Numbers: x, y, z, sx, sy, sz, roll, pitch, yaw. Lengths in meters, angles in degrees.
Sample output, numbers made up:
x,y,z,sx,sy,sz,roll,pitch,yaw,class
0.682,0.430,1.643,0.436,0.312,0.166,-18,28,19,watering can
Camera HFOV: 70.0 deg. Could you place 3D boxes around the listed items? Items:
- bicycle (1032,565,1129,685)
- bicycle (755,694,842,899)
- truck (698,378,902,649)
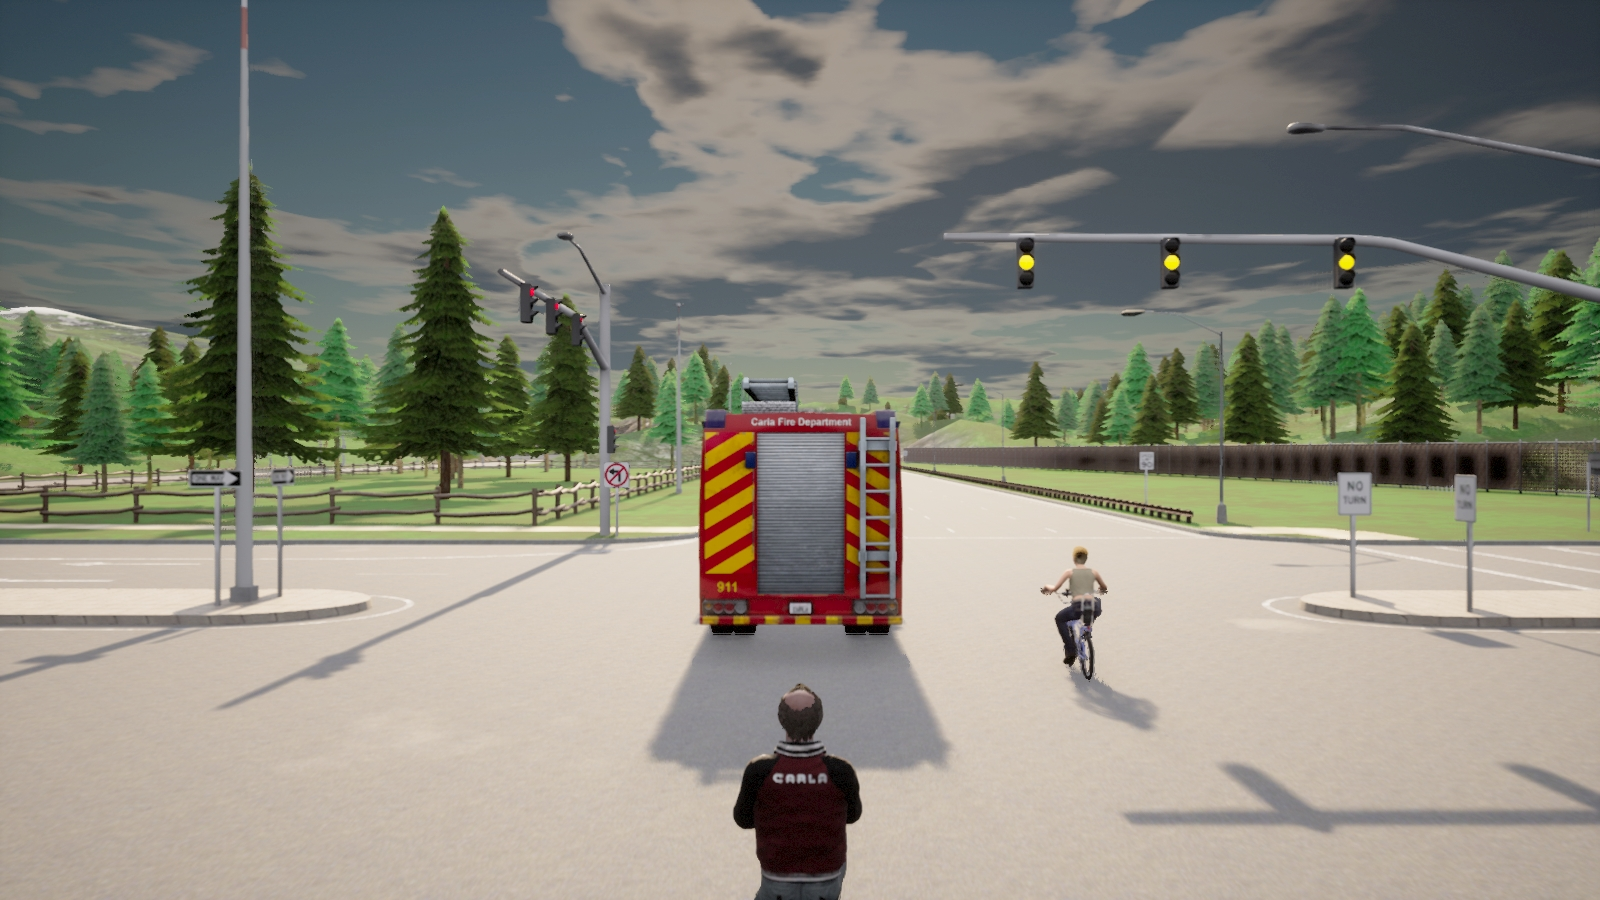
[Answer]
x,y,z,sx,sy,sz,roll,pitch,yaw,class
3.489,2.158,14.339,0.859,1.277,1.487,0,0,0,bicycle
-0.005,2.060,5.263,0.329,1.471,1.835,0,0,0,bicycle
-0.001,0.890,20.366,2.891,3.827,8.468,0,0,0,truck
